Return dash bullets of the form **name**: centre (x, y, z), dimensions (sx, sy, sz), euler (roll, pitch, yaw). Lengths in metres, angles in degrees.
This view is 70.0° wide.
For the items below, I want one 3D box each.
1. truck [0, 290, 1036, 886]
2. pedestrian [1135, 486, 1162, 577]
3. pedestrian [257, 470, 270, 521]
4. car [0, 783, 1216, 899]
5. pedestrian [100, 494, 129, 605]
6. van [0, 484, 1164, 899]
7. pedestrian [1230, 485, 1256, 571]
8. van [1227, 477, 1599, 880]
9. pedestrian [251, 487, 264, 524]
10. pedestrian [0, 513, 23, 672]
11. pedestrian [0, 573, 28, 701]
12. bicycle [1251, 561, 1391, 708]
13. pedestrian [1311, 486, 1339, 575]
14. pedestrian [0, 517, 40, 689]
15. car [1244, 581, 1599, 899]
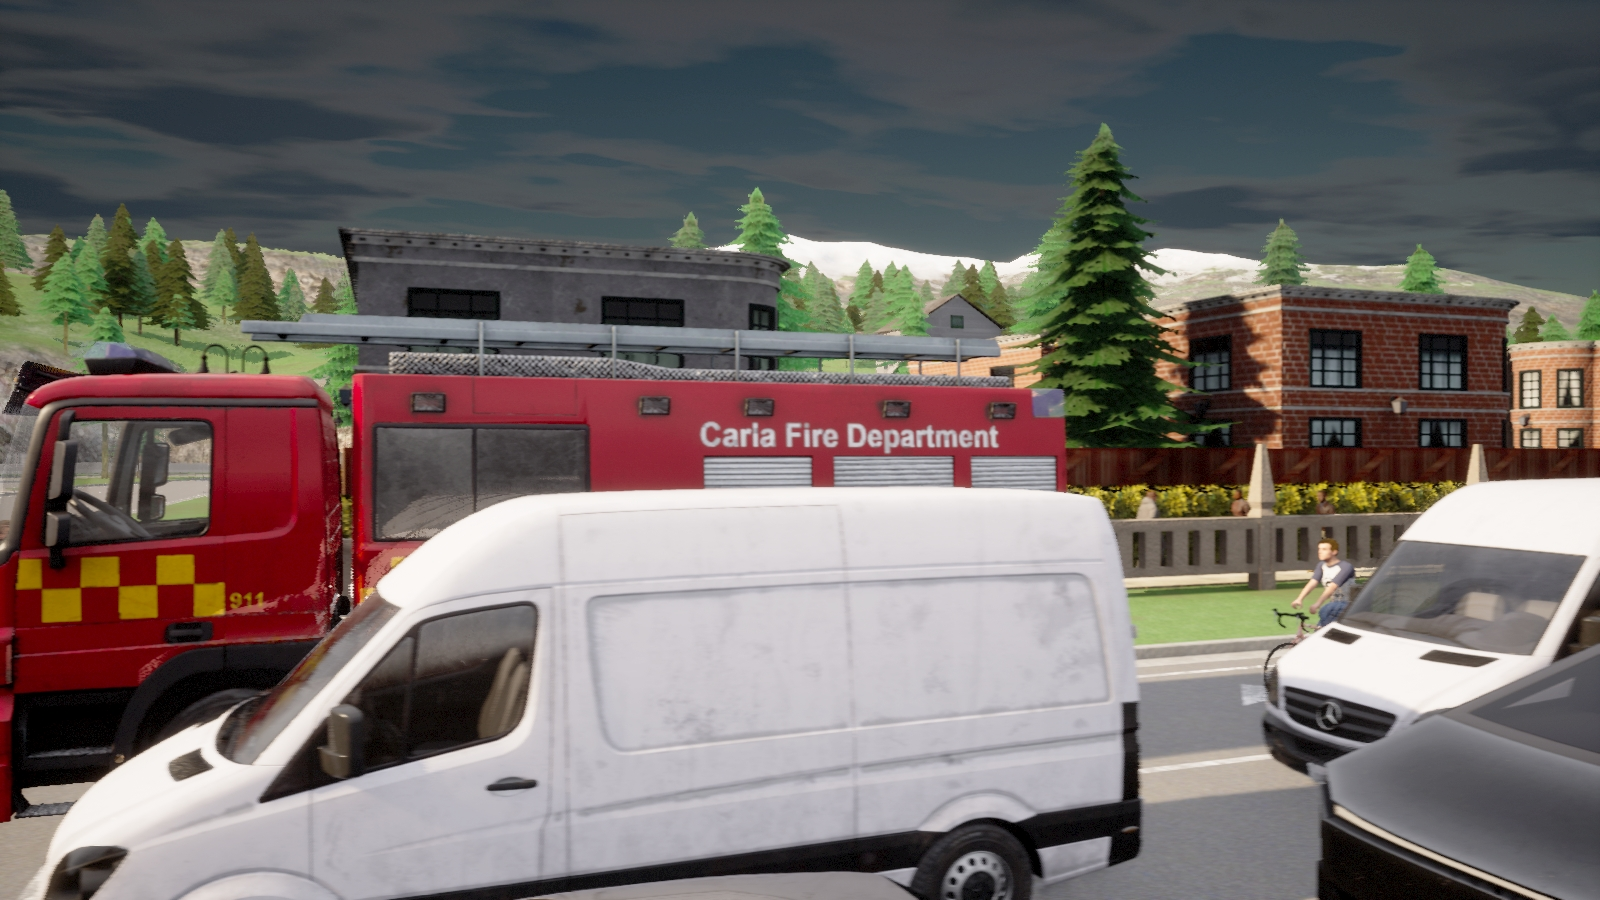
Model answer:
- **truck**: centre (-2.416, 0.891, 9.870), dimensions (8.468, 3.827, 2.891), euler (0, 0, -20)
- **pedestrian**: centre (7.302, 1.696, 23.938), dimensions (0.375, 1.860, 0.375), euler (0, 0, -24)
- **pedestrian**: centre (-20.045, 1.696, 42.678), dimensions (0.375, 1.860, 0.375), euler (0, 0, -17)
- **car**: centre (-0.864, 2.066, 2.987), dimensions (4.193, 1.474, 1.816), euler (0, 0, -20)
- **pedestrian**: centre (-11.747, 1.696, 19.593), dimensions (0.375, 1.860, 0.375), euler (0, 0, -23)
- **van**: centre (-0.975, 1.535, 6.664), dimensions (5.915, 2.561, 1.988), euler (0, 0, -20)
- **pedestrian**: centre (9.751, 1.698, 25.139), dimensions (0.375, 1.860, 0.375), euler (0, 0, -24)
- **van**: centre (6.613, 1.534, 9.425), dimensions (5.915, 2.561, 1.988), euler (0, 0, -20)
- **pedestrian**: centre (-19.392, 1.977, 40.876), dimensions (0.375, 1.300, 0.375), euler (0, 0, -18)
- **pedestrian**: centre (-9.543, 1.694, 13.654), dimensions (0.375, 1.860, 0.375), euler (0, 0, -41)
- **pedestrian**: centre (-8.454, 1.976, 12.108), dimensions (0.375, 1.300, 0.375), euler (0, 0, -21)
- **bicycle**: centre (5.884, 2.056, 12.890), dimensions (1.643, 1.496, 0.373), euler (-1, 0, -20)
- **pedestrian**: centre (11.118, 1.697, 24.204), dimensions (0.375, 1.860, 0.375), euler (0, 0, -24)
- **pedestrian**: centre (-8.735, 1.696, 12.767), dimensions (0.375, 1.860, 0.375), euler (0, 0, -30)
- **car**: centre (5.426, 1.753, 5.273), dimensions (6.274, 2.098, 2.390), euler (0, 0, -20)
